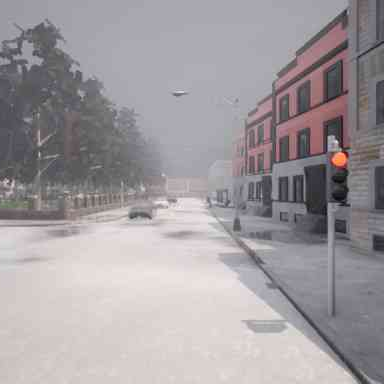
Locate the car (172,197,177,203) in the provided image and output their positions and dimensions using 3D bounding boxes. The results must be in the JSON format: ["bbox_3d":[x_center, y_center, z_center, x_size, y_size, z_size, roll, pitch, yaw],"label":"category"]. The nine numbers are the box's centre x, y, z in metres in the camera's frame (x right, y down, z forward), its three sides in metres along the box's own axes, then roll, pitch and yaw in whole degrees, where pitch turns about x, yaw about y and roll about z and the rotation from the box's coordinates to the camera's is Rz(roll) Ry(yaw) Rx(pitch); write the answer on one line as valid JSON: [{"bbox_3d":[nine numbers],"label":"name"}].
[{"bbox_3d":[-3.943,1.601,66.897,1.895,1.301,4.718,0,0,0],"label":"car"}]

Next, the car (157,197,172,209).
[{"bbox_3d":[-4.054,1.526,44.596,1.812,1.442,4.674,0,0,0],"label":"car"}]

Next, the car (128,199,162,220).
[{"bbox_3d":[-4.075,1.547,28.306,2.033,1.411,5.357,0,0,0],"label":"car"}]
